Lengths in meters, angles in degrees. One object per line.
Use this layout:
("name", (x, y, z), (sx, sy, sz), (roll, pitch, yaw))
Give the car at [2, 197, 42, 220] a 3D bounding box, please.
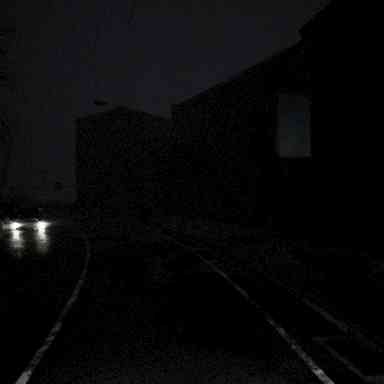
("car", (-12.305, 1.106, 23.970), (1.882, 1.535, 5.008), (0, 1, -39))
